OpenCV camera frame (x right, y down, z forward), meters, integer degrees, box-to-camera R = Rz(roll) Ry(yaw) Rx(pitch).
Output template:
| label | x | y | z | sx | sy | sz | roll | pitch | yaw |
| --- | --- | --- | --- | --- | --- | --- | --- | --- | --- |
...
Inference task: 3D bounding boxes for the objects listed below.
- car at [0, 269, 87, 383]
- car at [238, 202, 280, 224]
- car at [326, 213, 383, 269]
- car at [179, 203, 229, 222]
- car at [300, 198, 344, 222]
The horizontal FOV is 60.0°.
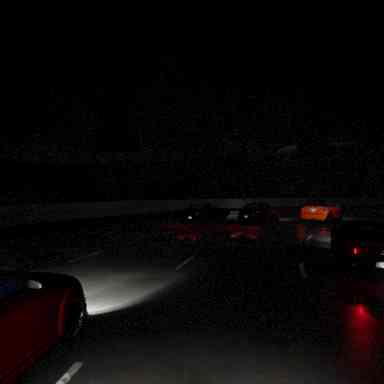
| label | x | y | z | sx | sy | sz | roll | pitch | yaw |
| --- | --- | --- | --- | --- | --- | --- | --- | --- | --- |
| car | -2.859 | 1.535 | 3.860 | 1.994 | 1.385 | 4.181 | 0 | 0 | 6 |
| car | 4.986 | 1.479 | 24.567 | 1.812 | 1.442 | 4.674 | 0 | 0 | 34 |
| car | 5.621 | 1.600 | 10.733 | 1.895 | 1.301 | 4.718 | 0 | 0 | 18 |
| car | 1.073 | 1.529 | 25.506 | 1.895 | 1.301 | 4.718 | 0 | 0 | 33 |
| car | 9.880 | 1.332 | 25.146 | 2.097 | 1.767 | 4.553 | 1 | 0 | 38 |
